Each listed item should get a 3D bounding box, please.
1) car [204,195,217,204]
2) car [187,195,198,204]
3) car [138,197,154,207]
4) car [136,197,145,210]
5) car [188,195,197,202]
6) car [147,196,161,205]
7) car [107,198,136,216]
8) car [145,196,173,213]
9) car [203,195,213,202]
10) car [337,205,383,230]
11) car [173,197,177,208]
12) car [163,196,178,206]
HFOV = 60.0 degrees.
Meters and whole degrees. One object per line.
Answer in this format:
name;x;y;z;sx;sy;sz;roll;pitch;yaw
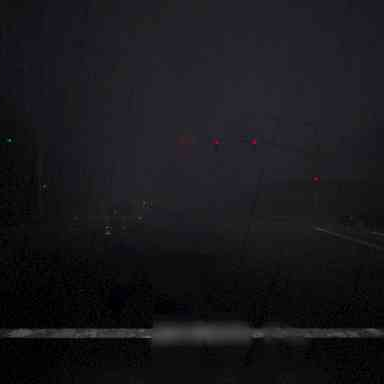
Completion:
car;3.549;1.352;63.791;2.097;1.767;4.553;0;0;0
car;0.049;1.505;63.823;1.837;1.490;4.892;0;0;0
car;-7.051;1.505;51.731;1.837;1.490;4.892;0;0;0
car;-7.061;1.478;42.245;1.882;1.535;5.008;0;0;0
car;0.057;1.413;73.933;1.994;1.385;4.181;0;0;0
car;-7.015;1.492;62.140;2.128;1.511;4.902;0;0;0
car;-7.069;1.526;32.951;1.812;1.442;4.674;0;0;0
car;-3.560;1.352;37.045;2.097;1.767;4.553;0;0;0
car;3.557;1.386;73.930;2.128;1.511;4.902;0;0;0
car;11.790;1.533;21.023;5.008;1.535;1.882;0;0;0
car;-3.559;1.564;45.614;1.994;1.385;4.181;0;0;0
car;-3.537;1.492;55.672;2.128;1.511;4.902;0;0;0
